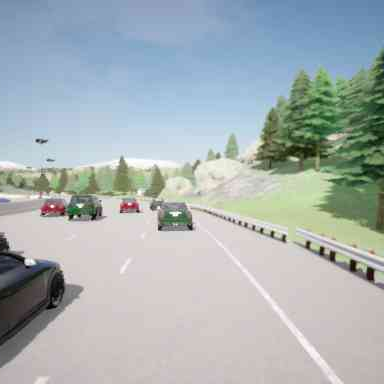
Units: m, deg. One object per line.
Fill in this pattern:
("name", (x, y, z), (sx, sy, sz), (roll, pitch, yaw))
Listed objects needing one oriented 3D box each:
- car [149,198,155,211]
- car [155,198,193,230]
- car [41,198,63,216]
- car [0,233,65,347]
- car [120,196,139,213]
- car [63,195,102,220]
("car", (-4.333, 1.501, 41.935), (2.128, 1.511, 4.902), (0, 0, -11))
("car", (-1.174, 1.355, 21.484), (2.097, 1.767, 4.553), (0, 0, -6))
("car", (-13.347, 1.378, 32.996), (2.097, 1.767, 4.553), (0, 0, -9))
("car", (-3.570, 1.571, 5.192), (1.994, 1.385, 4.181), (0, 0, -1))
("car", (-7.157, 1.367, 38.114), (2.097, 1.767, 4.553), (0, 0, -10))
("car", (-9.070, 1.240, 28.513), (2.150, 2.045, 5.566), (0, 0, -8))
